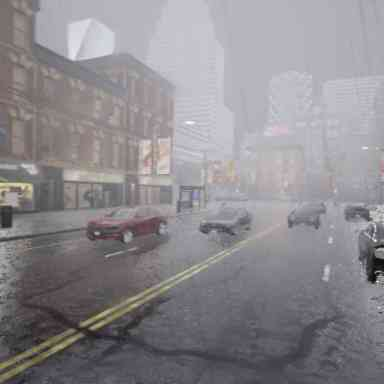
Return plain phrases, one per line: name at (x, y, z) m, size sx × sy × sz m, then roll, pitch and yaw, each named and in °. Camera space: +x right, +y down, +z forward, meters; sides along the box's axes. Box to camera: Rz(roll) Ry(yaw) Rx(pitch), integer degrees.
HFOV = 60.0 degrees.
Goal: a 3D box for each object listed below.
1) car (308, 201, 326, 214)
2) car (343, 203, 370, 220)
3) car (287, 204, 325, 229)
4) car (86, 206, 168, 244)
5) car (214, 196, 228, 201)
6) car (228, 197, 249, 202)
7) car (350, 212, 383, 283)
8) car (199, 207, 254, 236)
car at (14.453, 1.779, 38.550) m, size 1.994 × 1.385 × 4.181 m, roll 1°, pitch 0°, yaw 20°
car at (14.604, 1.717, 29.557) m, size 1.837 × 1.490 × 4.892 m, roll 1°, pitch 0°, yaw 24°
car at (7.749, 1.716, 22.584) m, size 1.895 × 1.301 × 4.718 m, roll 1°, pitch 0°, yaw 24°
car at (-2.940, 1.448, 16.061) m, size 1.882 × 1.535 × 5.008 m, roll 1°, pitch 0°, yaw 24°
car at (7.947, 1.687, 87.813) m, size 4.674 × 1.452 × 2.002 m, roll 1°, pitch 0°, yaw 43°
car at (11.942, 1.811, 83.706) m, size 1.895 × 1.301 × 4.718 m, roll 1°, pitch 0°, yaw -37°
car at (5.865, 1.572, 9.485) m, size 2.128 × 1.511 × 4.902 m, roll 1°, pitch 0°, yaw 24°
car at (2.157, 1.586, 19.003) m, size 2.033 × 1.411 × 5.357 m, roll 1°, pitch 0°, yaw 24°
